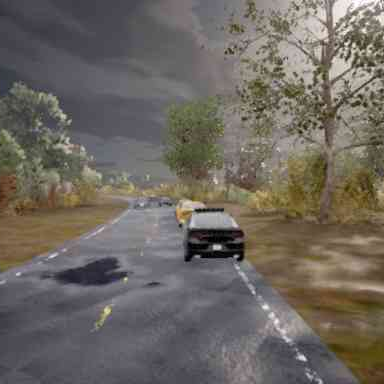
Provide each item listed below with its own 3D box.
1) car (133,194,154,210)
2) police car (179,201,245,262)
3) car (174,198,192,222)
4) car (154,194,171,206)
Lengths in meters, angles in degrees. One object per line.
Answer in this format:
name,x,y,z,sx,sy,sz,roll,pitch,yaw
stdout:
car,-6.035,1.301,40.378,2.128,1.511,4.902,0,0,-8
police car,0.613,1.365,12.116,1.930,1.638,5.238,0,0,-3
car,0.011,1.370,22.067,1.882,1.535,5.008,0,0,-4
car,-3.945,1.316,48.077,2.033,1.411,5.357,0,0,-10
